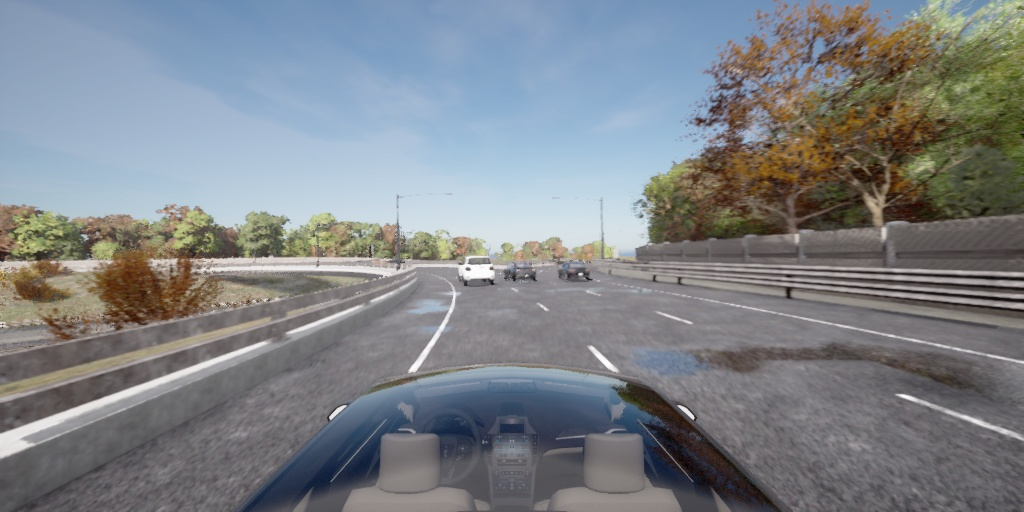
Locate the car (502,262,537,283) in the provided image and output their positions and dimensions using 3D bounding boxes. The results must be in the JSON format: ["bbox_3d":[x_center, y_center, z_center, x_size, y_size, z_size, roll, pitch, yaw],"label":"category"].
[{"bbox_3d":[0.497,1.221,27.906,2.128,1.511,4.902,-1,0,-13],"label":"car"}]

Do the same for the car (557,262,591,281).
[{"bbox_3d":[4.823,1.169,28.265,1.812,1.442,4.674,-1,0,-4],"label":"car"}]

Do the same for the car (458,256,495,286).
[{"bbox_3d":[-2.702,1.014,26.426,2.150,2.045,5.566,-1,0,-13],"label":"car"}]
